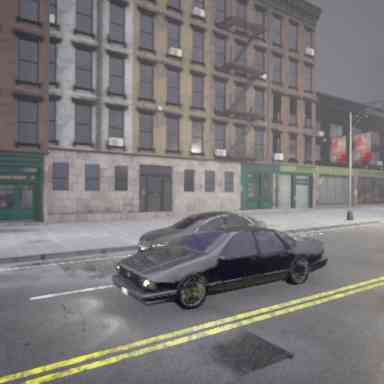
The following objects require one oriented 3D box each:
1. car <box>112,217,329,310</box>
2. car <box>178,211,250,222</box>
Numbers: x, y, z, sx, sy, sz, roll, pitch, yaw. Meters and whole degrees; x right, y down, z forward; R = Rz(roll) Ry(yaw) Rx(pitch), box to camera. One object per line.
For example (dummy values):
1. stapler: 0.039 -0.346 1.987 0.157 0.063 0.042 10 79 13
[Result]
1. car: 0.944 1.522 7.888 5.357 1.411 2.033 0 0 -32
2. car: 0.544 1.465 11.482 4.892 1.490 1.837 -1 0 -32
